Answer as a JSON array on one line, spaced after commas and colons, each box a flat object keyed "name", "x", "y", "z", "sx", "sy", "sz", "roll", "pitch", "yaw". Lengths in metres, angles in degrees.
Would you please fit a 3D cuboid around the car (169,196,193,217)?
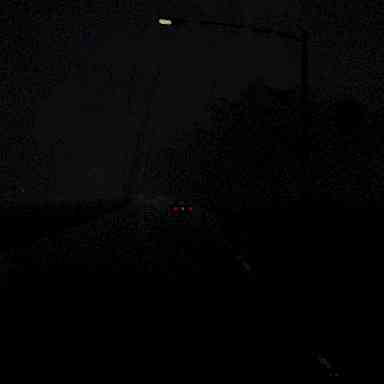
[{"name": "car", "x": -0.899, "y": 1.391, "z": 29.540, "sx": 2.033, "sy": 1.411, "sz": 5.357, "roll": 0, "pitch": 0, "yaw": -4}]

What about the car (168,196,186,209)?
[{"name": "car", "x": -2.010, "y": 1.283, "z": 43.190, "sx": 2.033, "sy": 1.411, "sz": 5.357, "roll": 0, "pitch": 1, "yaw": -5}]

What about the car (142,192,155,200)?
[{"name": "car", "x": -9.344, "y": 0.977, "z": 73.668, "sx": 2.033, "sy": 1.411, "sz": 5.357, "roll": 0, "pitch": 0, "yaw": -9}]
